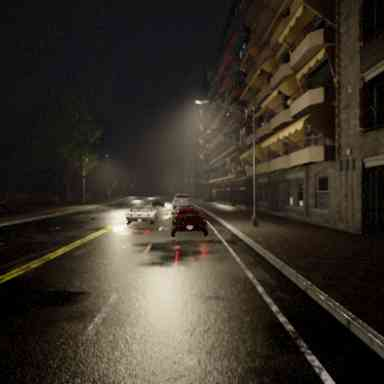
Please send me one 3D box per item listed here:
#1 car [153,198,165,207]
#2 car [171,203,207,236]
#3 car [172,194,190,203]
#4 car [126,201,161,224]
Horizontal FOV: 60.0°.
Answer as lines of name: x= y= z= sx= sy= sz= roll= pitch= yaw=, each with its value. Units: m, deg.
car: x=-5.124 y=1.642 z=51.070 sx=1.895 sy=1.301 sz=4.718 roll=0 pitch=0 yaw=-4
car: x=-0.169 y=1.536 z=18.445 sx=1.812 sy=1.442 sz=4.674 roll=0 pitch=0 yaw=-2
car: x=-1.486 y=1.254 z=46.000 sx=2.150 sy=2.045 sz=5.566 roll=0 pitch=0 yaw=-4
car: x=-3.615 y=1.621 z=24.663 sx=1.895 sy=1.301 sz=4.718 roll=0 pitch=0 yaw=-2
